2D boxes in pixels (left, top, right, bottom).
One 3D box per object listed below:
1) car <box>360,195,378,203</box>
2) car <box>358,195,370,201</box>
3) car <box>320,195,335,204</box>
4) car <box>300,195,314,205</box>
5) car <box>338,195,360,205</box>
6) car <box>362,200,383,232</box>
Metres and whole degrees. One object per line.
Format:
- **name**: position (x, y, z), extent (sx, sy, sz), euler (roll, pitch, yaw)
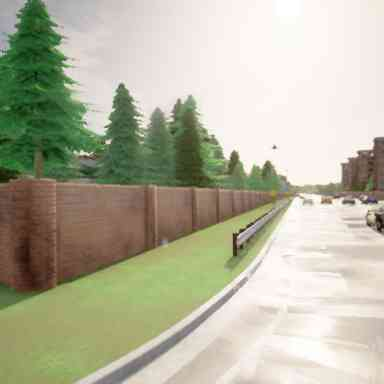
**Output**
- **car**: position (32.027, 1.381, 60.000), extent (2.097, 1.767, 4.553), euler (-1, 0, 18)
- **car**: position (43.082, 1.534, 83.305), extent (1.882, 1.535, 5.008), euler (-1, 0, 18)
- **car**: position (26.283, 1.623, 65.031), extent (1.882, 1.535, 5.008), euler (-1, 0, 18)
- **car**: position (21.642, 1.711, 61.968), extent (1.812, 1.442, 4.674), euler (-1, 0, 18)
- **car**: position (28.580, 1.628, 60.693), extent (2.033, 1.411, 5.357), euler (-1, 0, 18)
- **car**: position (11.752, 1.475, 19.868), extent (1.882, 1.535, 5.008), euler (-1, 0, 19)
